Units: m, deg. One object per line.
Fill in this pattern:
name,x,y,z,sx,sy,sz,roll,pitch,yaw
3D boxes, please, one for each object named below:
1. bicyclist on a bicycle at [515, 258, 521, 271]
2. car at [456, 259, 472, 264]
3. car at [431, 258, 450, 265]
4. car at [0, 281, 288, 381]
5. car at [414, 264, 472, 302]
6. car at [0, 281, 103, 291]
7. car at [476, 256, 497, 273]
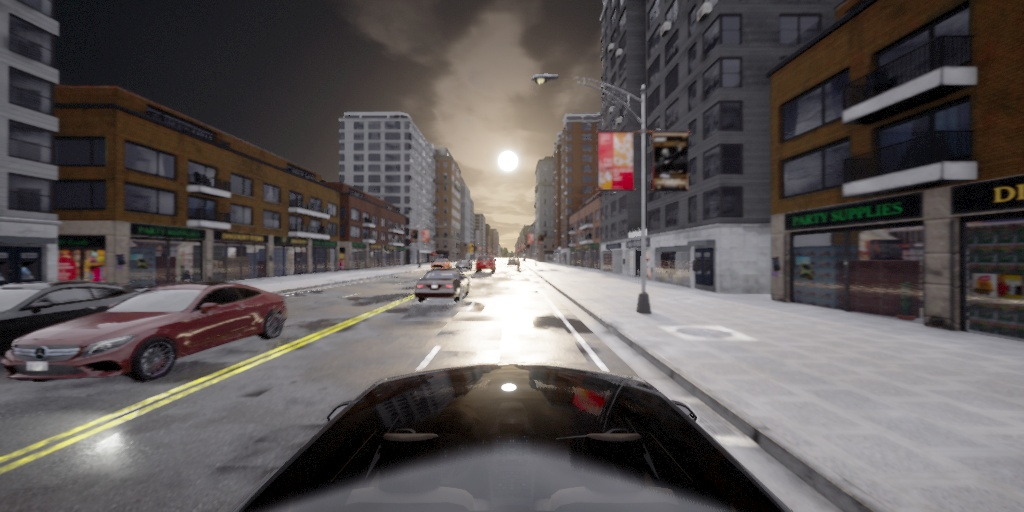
bicyclist on a bicycle,0.897,1.174,49.122,0.866,1.612,1.509,0,0,0
car,-6.561,1.230,49.024,2.128,1.511,4.902,0,0,0
car,-9.807,1.092,49.433,2.097,1.767,4.553,0,0,0
car,-6.597,1.275,7.310,1.812,1.442,4.674,0,0,0
car,-3.145,1.293,17.069,2.033,1.411,5.357,0,0,0
car,-9.848,1.275,7.390,1.812,1.442,4.674,0,0,0
car,-3.137,0.960,44.097,2.150,2.045,5.566,0,0,0
